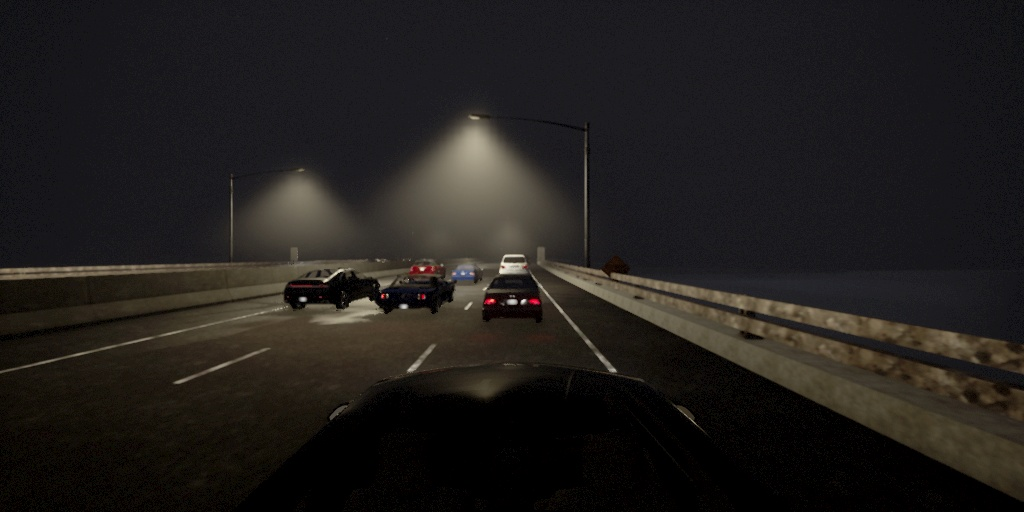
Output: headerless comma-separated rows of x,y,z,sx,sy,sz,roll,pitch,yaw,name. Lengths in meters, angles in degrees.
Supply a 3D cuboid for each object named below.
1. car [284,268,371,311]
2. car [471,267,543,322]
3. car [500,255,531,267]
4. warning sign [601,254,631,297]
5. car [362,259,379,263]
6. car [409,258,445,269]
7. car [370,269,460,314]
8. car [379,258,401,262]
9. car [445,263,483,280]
-6.915,1.222,14.350,2.128,1.511,4.902,0,0,1,car
0.046,1.281,12.171,2.033,1.411,5.357,0,0,1,car
0.218,0.938,28.078,2.150,2.045,5.566,0,0,1,car
4.597,0.843,15.824,1.300,1.860,1.060,0,0,0,warning sign
-23.576,1.200,60.477,2.128,1.511,4.902,0,0,3,car
-6.751,1.066,29.246,2.097,1.767,4.553,0,0,1,car
-3.427,1.332,13.708,1.895,1.301,4.718,0,0,1,car
-20.083,1.057,60.427,2.097,1.767,4.553,0,0,2,car
-3.306,1.263,27.085,2.033,1.411,5.357,0,0,1,car
